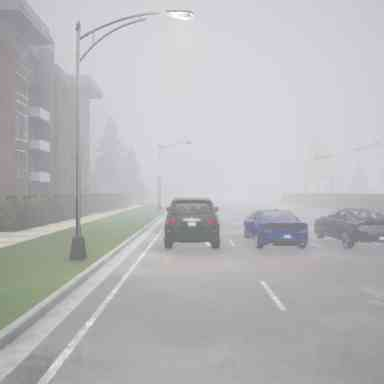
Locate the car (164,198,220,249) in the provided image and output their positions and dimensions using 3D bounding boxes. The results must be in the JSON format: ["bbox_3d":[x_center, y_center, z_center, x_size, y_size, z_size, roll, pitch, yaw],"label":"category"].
[{"bbox_3d":[0.000,1.255,14.680,2.150,2.045,5.566,0,0,0],"label":"car"}]

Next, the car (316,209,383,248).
[{"bbox_3d":[7.000,1.492,14.650,2.128,1.511,4.902,0,0,0],"label":"car"}]

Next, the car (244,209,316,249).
[{"bbox_3d":[3.500,1.482,14.650,1.882,1.535,5.008,0,0,0],"label":"car"}]
